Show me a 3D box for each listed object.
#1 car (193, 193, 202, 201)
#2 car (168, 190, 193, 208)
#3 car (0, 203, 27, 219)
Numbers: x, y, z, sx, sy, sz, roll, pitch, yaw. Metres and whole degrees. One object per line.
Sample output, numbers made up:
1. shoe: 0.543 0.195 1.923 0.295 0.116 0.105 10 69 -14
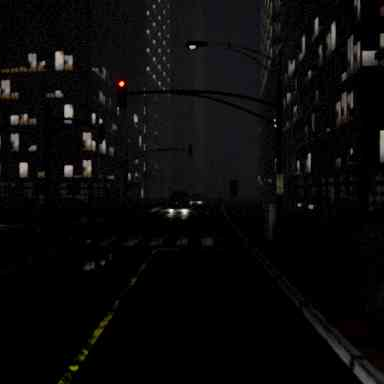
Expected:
1. car: 0.721 0.883 61.056 1.882 1.535 5.008 0 0 7
2. car: -1.472 0.847 39.986 2.150 2.045 5.566 0 1 5
3. car: -16.539 1.606 28.769 4.403 1.369 2.008 -1 1 10
